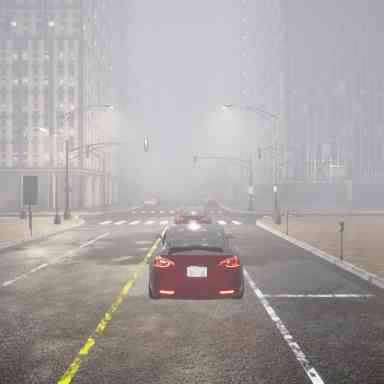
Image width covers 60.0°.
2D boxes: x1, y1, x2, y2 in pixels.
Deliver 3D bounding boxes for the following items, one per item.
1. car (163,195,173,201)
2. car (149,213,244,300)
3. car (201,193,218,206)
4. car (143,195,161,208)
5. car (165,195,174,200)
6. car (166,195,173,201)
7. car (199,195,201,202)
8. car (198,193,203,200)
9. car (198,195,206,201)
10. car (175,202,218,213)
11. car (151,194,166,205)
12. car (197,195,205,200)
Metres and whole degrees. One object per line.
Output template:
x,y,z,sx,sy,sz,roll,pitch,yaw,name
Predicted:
-5.916,1.428,82.209,2.008,1.369,4.403,0,0,0,car
0.075,1.502,8.416,2.163,1.488,4.792,0,0,0,car
2.689,1.400,48.177,1.967,1.590,4.097,0,0,0,car
-5.951,1.485,47.984,1.752,1.417,4.829,0,0,0,car
-5.931,1.410,87.885,2.008,1.369,4.403,0,0,0,car
-5.900,1.438,76.534,1.887,1.381,4.507,0,0,0,car
2.642,1.499,53.855,2.008,1.369,4.403,0,0,0,car
2.497,1.223,70.877,2.192,1.841,5.009,0,0,0,car
2.465,1.422,82.227,1.887,1.381,4.507,0,0,0,car
0.040,1.497,18.411,2.163,1.488,4.792,0,0,0,car
-5.936,1.264,53.832,2.192,1.841,5.009,0,0,0,car
2.449,1.411,87.901,2.008,1.369,4.403,0,0,0,car
